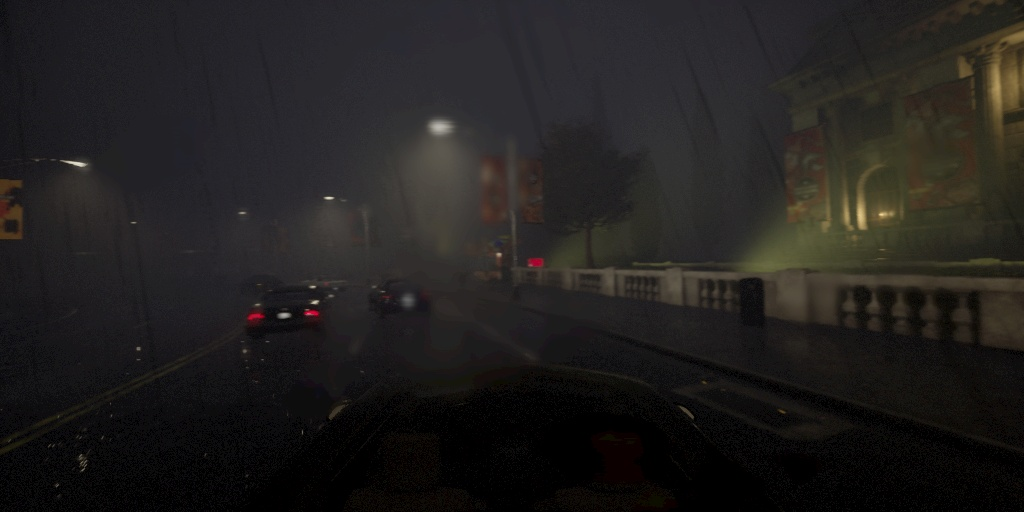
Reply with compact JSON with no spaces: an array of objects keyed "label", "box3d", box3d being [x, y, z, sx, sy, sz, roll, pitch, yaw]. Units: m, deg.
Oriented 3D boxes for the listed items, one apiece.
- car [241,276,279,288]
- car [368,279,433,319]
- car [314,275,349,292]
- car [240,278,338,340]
[{"label":"car","box3d":[-18.019,2.147,25.946,4.674,1.442,1.812,-2,-1,40]},{"label":"car","box3d":[-4.702,1.637,14.816,1.994,1.385,4.181,-1,-1,-28]},{"label":"car","box3d":[-14.454,2.139,27.515,4.718,1.301,1.895,-2,-1,42]},{"label":"car","box3d":[-6.871,1.637,11.462,2.033,1.411,5.357,-1,-1,-25]}]
